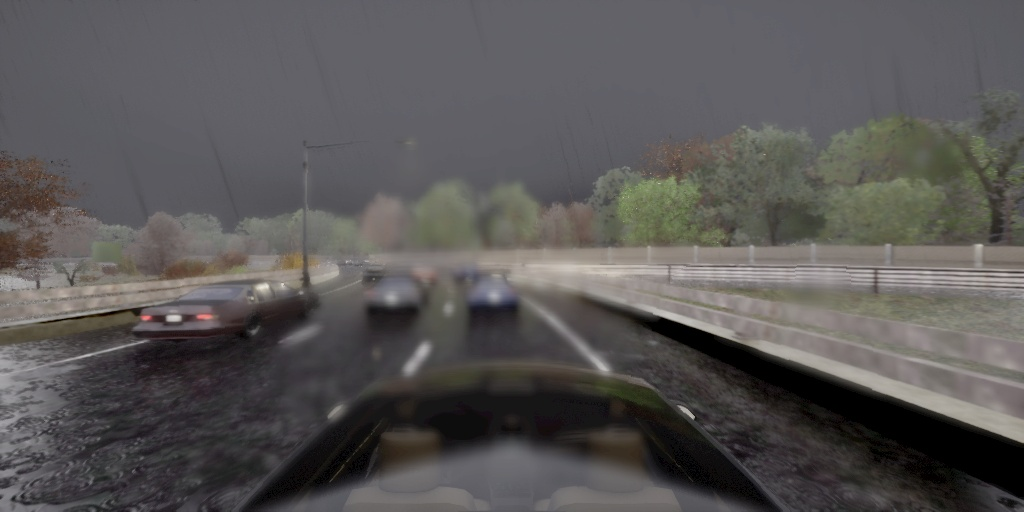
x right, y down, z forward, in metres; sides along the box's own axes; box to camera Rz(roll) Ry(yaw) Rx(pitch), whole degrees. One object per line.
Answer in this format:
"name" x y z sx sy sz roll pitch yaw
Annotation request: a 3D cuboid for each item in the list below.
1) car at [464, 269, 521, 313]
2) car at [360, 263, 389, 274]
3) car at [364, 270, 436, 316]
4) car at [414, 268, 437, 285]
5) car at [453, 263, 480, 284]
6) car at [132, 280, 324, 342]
"car" -0.844 1.410 14.592 1.994 1.385 4.181 0 0 -7
"car" -10.725 1.509 28.919 1.837 1.490 4.892 0 0 -15
"car" -4.311 1.425 14.138 1.994 1.385 4.181 0 0 -7
"car" -6.878 1.576 28.064 1.895 1.301 4.718 0 0 -13
"car" -3.736 1.321 29.806 2.097 1.767 4.553 0 -1 -14
"car" -7.402 1.399 10.176 2.033 1.411 5.357 0 0 -4
